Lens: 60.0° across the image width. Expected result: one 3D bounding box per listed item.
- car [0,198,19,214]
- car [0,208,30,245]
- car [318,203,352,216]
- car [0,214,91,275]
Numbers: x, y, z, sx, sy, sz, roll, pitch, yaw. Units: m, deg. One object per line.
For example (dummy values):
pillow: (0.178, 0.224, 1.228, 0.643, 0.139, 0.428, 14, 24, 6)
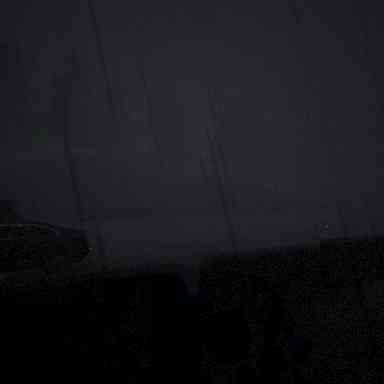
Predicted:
car: (-8.513, 1.216, 10.817, 5.566, 2.045, 2.150, 1, 0, -36)
car: (-9.787, 1.509, 14.207, 4.892, 1.490, 1.837, 1, 0, -36)
car: (15.781, 1.893, 36.763, 4.181, 1.385, 1.994, 1, 0, -35)
car: (-5.224, 1.501, 8.864, 4.902, 1.511, 2.128, 1, 0, -36)
